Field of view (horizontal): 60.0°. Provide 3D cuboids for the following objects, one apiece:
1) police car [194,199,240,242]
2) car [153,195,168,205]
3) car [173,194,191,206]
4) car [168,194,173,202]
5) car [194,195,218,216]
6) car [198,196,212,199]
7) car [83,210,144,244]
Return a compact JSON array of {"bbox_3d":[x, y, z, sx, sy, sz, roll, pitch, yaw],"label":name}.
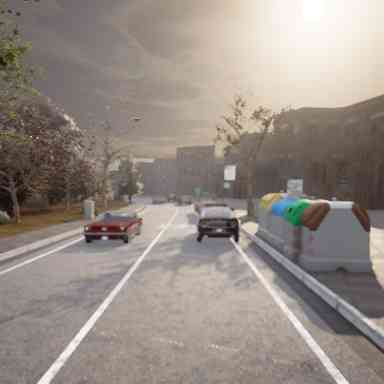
[{"bbox_3d":[1.152,1.376,16.377,1.930,1.638,5.238,0,0,0],"label":"police car"},{"bbox_3d":[-5.700,1.463,57.296,1.895,1.301,4.718,-1,0,-9],"label":"car"},{"bbox_3d":[-1.289,1.308,52.630,2.128,1.511,4.902,-1,0,-10],"label":"car"},{"bbox_3d":[-4.270,1.247,67.574,1.837,1.490,4.892,-1,0,-16],"label":"car"},{"bbox_3d":[1.254,1.249,32.336,2.097,1.767,4.553,0,0,0],"label":"car"},{"bbox_3d":[1.222,1.375,26.503,1.801,1.575,5.366,0,0,0],"label":"car"},{"bbox_3d":[-3.505,1.546,15.558,1.895,1.301,4.718,0,0,0],"label":"car"}]
